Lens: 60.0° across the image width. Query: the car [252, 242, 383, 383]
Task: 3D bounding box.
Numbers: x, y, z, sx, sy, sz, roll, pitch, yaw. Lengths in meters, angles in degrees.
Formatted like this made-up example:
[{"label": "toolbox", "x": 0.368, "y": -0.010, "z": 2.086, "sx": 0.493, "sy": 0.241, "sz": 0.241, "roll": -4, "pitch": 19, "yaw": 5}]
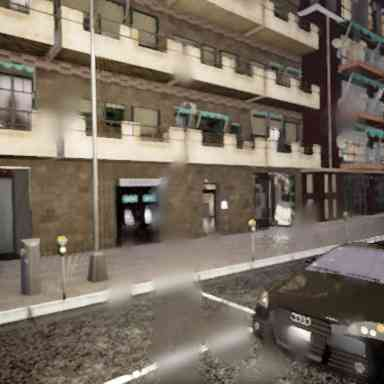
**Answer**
[{"label": "car", "x": 2.909, "y": 1.553, "z": 5.335, "sx": 4.181, "sy": 1.385, "sz": 1.994, "roll": 0, "pitch": 0, "yaw": -38}]
